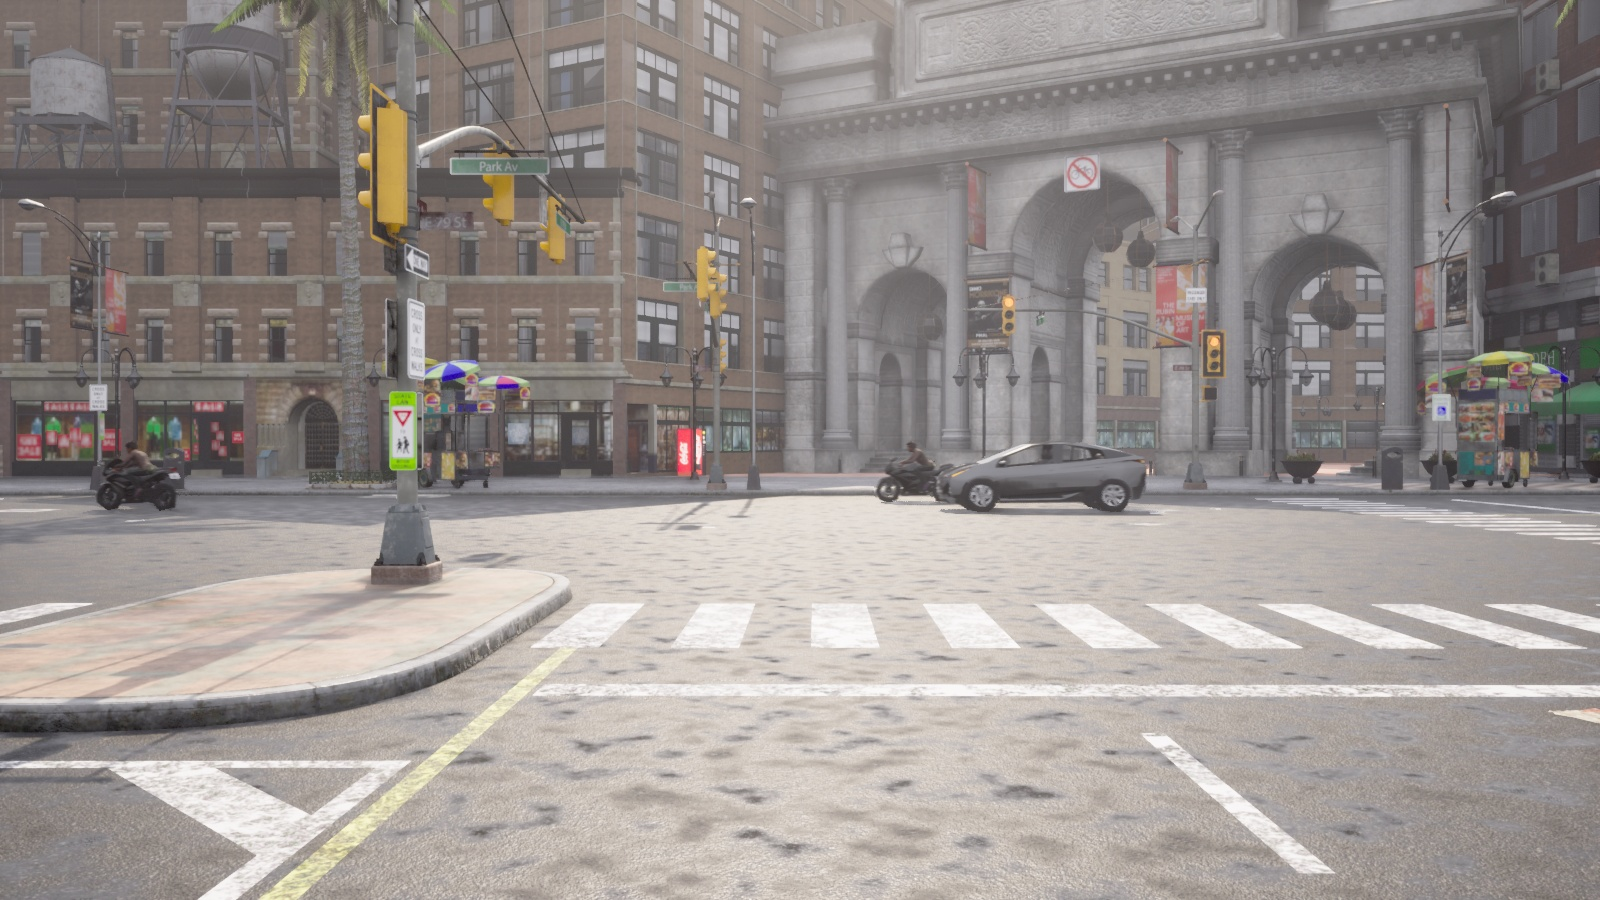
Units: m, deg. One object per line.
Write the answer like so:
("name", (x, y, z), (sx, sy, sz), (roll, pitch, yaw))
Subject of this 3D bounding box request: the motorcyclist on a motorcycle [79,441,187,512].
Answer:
("motorcyclist on a motorcycle", (-14.661, 0.561, 27.629), (2.044, 1.523, 0.797), (0, 1, 12))

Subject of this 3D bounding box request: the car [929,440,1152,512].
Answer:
("car", (5.205, 0.541, 27.642), (4.514, 1.525, 2.007), (0, 0, 0))

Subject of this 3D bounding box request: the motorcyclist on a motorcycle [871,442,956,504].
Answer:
("motorcyclist on a motorcycle", (2.808, 0.555, 31.187), (2.044, 1.523, 0.797), (0, 0, 1))
